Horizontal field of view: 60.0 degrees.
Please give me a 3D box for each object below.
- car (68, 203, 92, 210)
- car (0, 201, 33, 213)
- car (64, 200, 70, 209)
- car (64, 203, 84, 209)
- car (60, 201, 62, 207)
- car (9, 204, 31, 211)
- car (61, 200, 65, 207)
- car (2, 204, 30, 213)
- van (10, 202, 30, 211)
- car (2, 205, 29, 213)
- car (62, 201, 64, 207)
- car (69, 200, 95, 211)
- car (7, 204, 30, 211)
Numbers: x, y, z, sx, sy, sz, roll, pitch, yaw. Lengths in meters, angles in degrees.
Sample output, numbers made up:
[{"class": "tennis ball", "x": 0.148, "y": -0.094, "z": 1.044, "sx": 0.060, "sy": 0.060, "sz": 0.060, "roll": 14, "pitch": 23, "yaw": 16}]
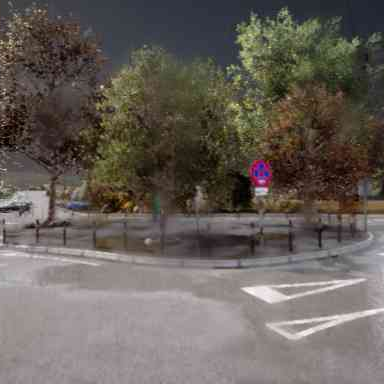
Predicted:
[{"class": "car", "x": -25.045, "y": 3.231, "z": 74.355, "sx": 4.892, "sy": 1.521, "sz": 2.231, "roll": -1, "pitch": -1, "yaw": -25}, {"class": "car", "x": -34.075, "y": 3.026, "z": 63.850, "sx": 5.566, "sy": 2.045, "sz": 2.435, "roll": -1, "pitch": -1, "yaw": -25}, {"class": "car", "x": -23.947, "y": 2.914, "z": 71.895, "sx": 5.566, "sy": 2.045, "sz": 2.435, "roll": -1, "pitch": -1, "yaw": -25}, {"class": "car", "x": -30.964, "y": 3.594, "z": 87.168, "sx": 4.792, "sy": 1.488, "sz": 2.163, "roll": -1, "pitch": -1, "yaw": -25}, {"class": "car", "x": -32.226, "y": 3.634, "z": 89.831, "sx": 5.008, "sy": 1.535, "sz": 2.097, "roll": -1, "pitch": -1, "yaw": -25}, {"class": "car", "x": -43.548, "y": 3.857, "z": 84.360, "sx": 4.674, "sy": 1.452, "sz": 2.002, "roll": -1, "pitch": -1, "yaw": -25}, {"class": "car", "x": -29.808, "y": 3.498, "z": 84.592, "sx": 5.008, "sy": 1.535, "sz": 2.097, "roll": -1, "pitch": -1, "yaw": -25}, {"class": "car", "x": -36.424, "y": 3.416, "z": 68.982, "sx": 5.008, "sy": 1.535, "sz": 2.097, "roll": -1, "pitch": -1, "yaw": -25}, {"class": "van", "x": -42.258, "y": 3.523, "z": 81.851, "sx": 4.442, "sy": 1.987, "sz": 1.878, "roll": -1, "pitch": -1, "yaw": -25}, {"class": "car", "x": -35.232, "y": 3.387, "z": 66.418, "sx": 4.674, "sy": 1.452, "sz": 2.002, "roll": -1, "pitch": -1, "yaw": -25}, {"class": "car", "x": -28.621, "y": 3.432, "z": 82.031, "sx": 5.008, "sy": 1.535, "sz": 2.097, "roll": -1, "pitch": -1, "yaw": -25}, {"class": "car", "x": -21.546, "y": 2.888, "z": 66.636, "sx": 4.553, "sy": 1.767, "sz": 2.185, "roll": -1, "pitch": 0, "yaw": -25}, {"class": "car", "x": -41.197, "y": 3.714, "z": 79.223, "sx": 4.792, "sy": 1.488, "sz": 2.163, "roll": -1, "pitch": -1, "yaw": -25}]
